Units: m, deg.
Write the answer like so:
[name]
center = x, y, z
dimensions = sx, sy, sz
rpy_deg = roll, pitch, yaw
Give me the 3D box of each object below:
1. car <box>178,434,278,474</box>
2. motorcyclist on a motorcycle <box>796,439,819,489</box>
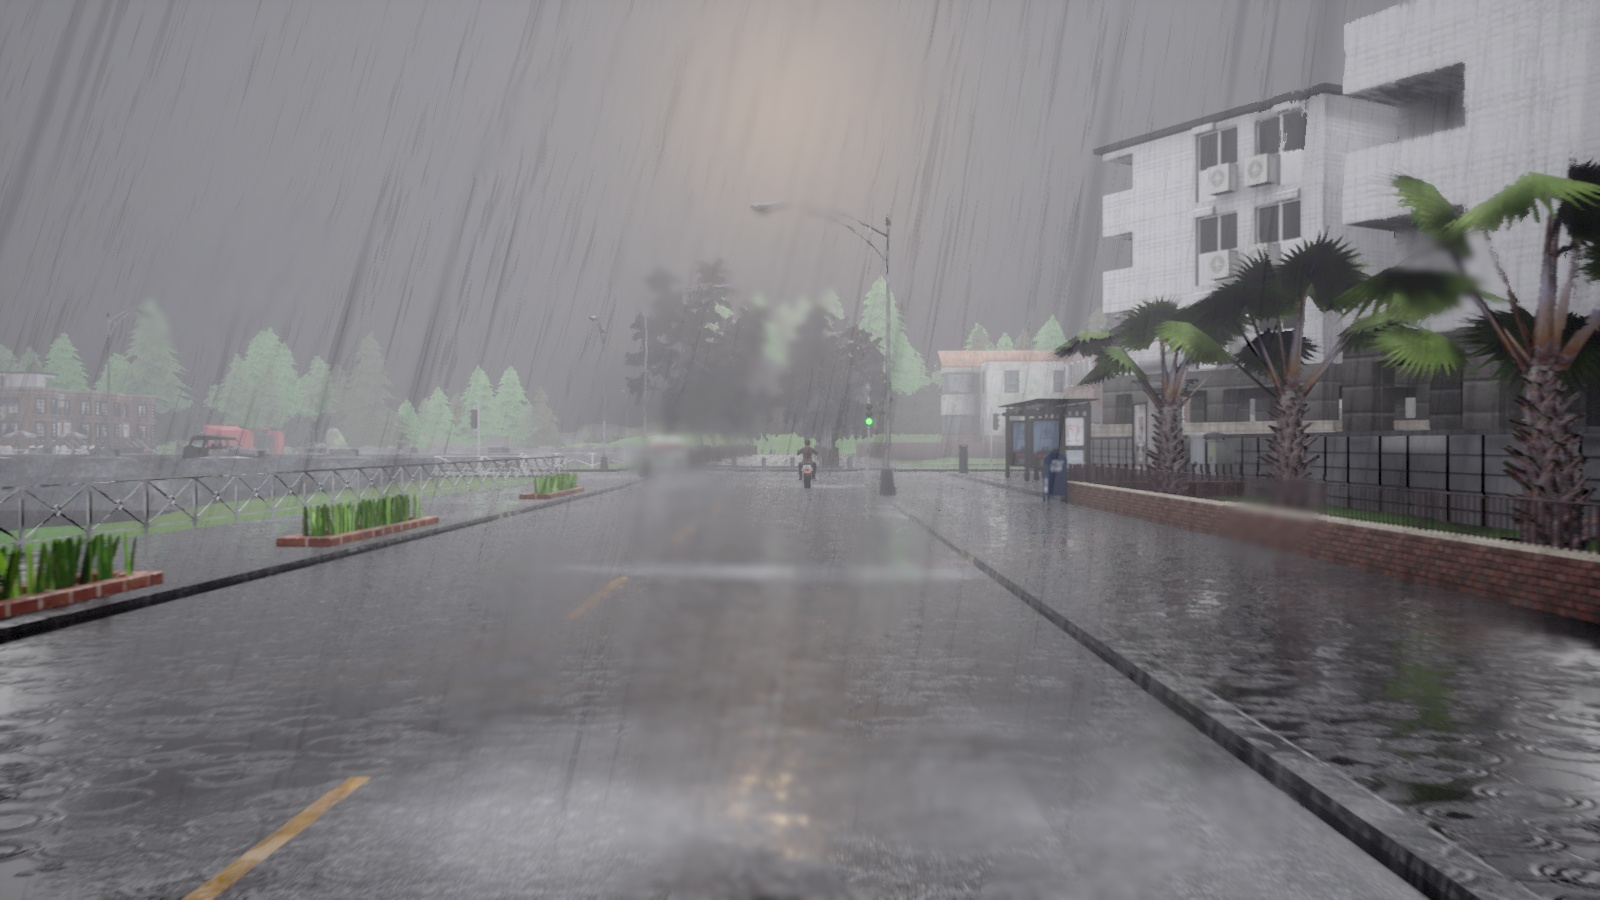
[car]
center = -27.117, 0.185, 59.570
dimensions = 3.866, 1.878, 1.905
rpy_deg = 0, 0, 0
[motorcyclist on a motorcycle]
center = 0.253, 0.460, 42.066
dimensions = 0.766, 1.649, 2.350
rpy_deg = 0, 0, 1
